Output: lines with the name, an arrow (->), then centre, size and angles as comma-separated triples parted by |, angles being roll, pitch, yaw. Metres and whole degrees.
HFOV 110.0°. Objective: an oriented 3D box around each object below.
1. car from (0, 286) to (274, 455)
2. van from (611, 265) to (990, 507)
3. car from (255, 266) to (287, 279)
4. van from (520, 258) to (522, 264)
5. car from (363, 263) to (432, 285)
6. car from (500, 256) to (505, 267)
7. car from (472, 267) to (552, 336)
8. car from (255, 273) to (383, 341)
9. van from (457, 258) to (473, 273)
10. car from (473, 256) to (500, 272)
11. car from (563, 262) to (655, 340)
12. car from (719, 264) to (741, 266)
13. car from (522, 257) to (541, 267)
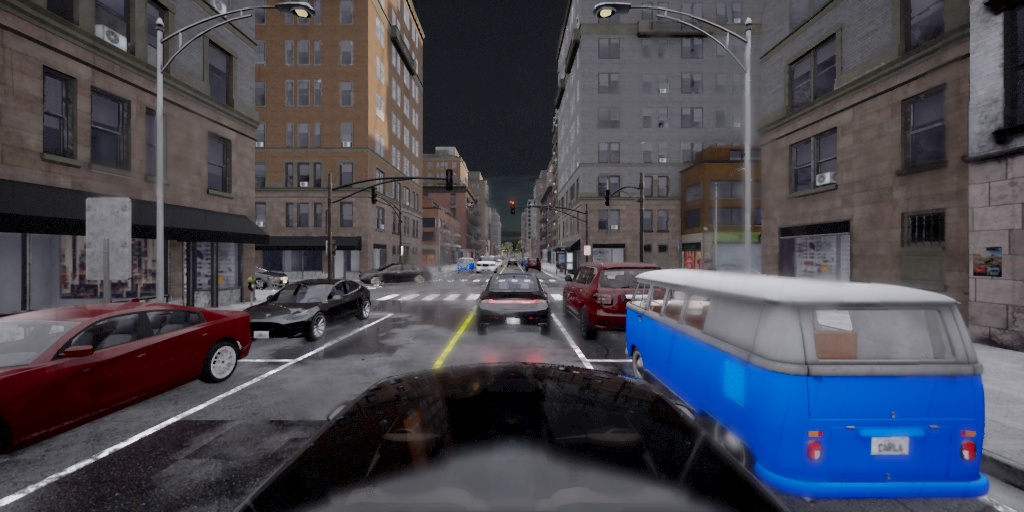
car -> -5.380, 1.295, 4.363 | 1.888, 1.381, 4.507 | 0, 0, 0
van -> 2.645, 1.091, 4.353 | 1.690, 1.789, 3.998 | 0, 0, 0
car -> -16.219, 1.305, 21.756 | 4.902, 1.511, 2.128 | 0, 0, 0
van -> 2.764, 1.083, 63.455 | 1.690, 1.789, 3.998 | 0, 0, 0
car -> -8.118, 1.278, 25.291 | 4.892, 1.490, 1.837 | 0, 3, -29
car -> -2.758, 0.964, 60.859 | 2.150, 2.045, 5.566 | 0, 0, 0
car -> 0.060, 1.242, 10.408 | 2.128, 1.511, 4.902 | 0, 0, 0
car -> -5.374, 1.316, 9.874 | 1.948, 1.339, 4.313 | 0, 0, 0
van -> -5.358, 1.087, 41.837 | 1.690, 1.789, 3.998 | 0, 0, 0
car -> -2.798, 0.969, 40.741 | 2.150, 2.045, 5.566 | 0, 0, 0
car -> 2.651, 1.065, 9.865 | 2.192, 1.841, 5.009 | 0, 0, 0
car -> 14.685, 1.242, 24.724 | 4.181, 1.385, 1.994 | 0, 0, 0
car -> 2.761, 1.060, 47.236 | 2.192, 1.841, 5.009 | 0, 0, 0
